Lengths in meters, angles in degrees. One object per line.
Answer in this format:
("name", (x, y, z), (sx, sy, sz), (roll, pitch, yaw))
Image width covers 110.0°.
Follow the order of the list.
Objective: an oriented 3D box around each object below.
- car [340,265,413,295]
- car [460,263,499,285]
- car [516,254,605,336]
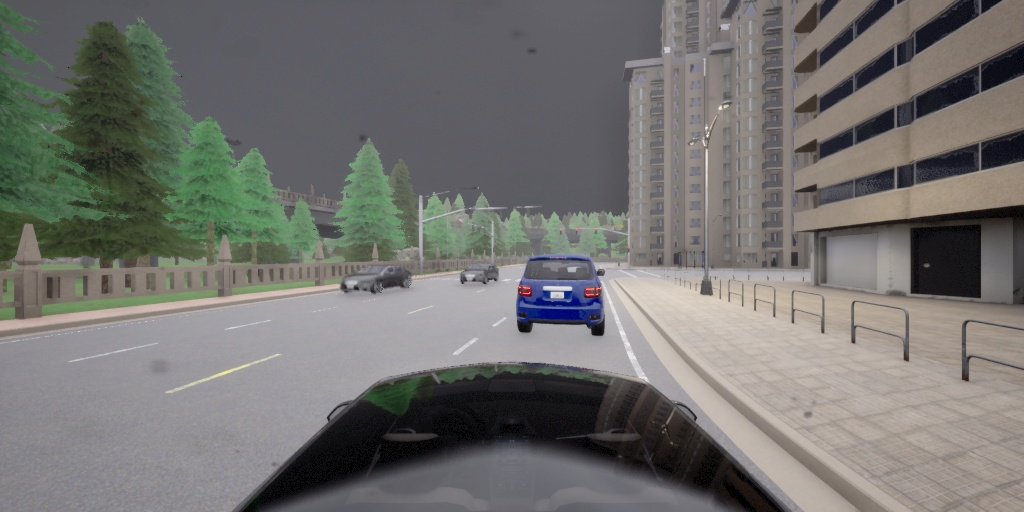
("car", (-7.364, 1.244, 19.936), (2.128, 1.511, 4.902), (0, 0, 13))
("car", (-2.286, 1.250, 26.289), (2.128, 1.511, 4.902), (0, 0, 13))
("car", (1.557, 0.974, 10.689), (2.150, 2.045, 5.566), (0, 0, 12))
